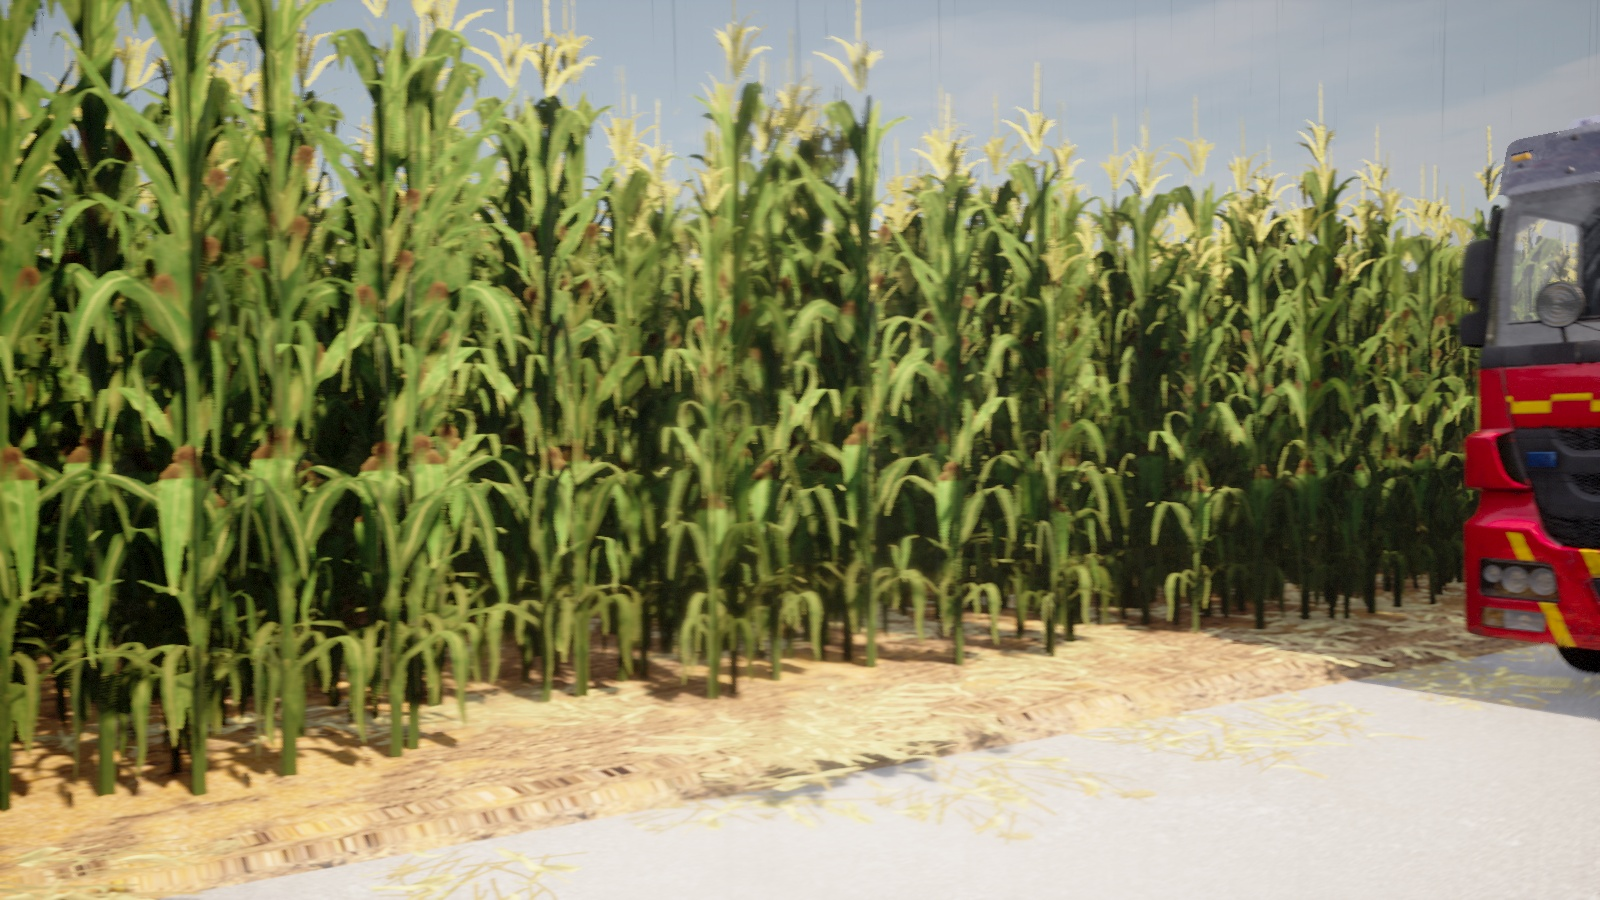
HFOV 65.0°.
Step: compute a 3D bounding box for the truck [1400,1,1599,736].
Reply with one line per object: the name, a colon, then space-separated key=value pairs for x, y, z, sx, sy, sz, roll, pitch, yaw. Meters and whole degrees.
truck: x=7.861 y=-0.460 z=8.648 sx=8.468 sy=3.827 sz=2.891 roll=-1 pitch=0 yaw=-35
